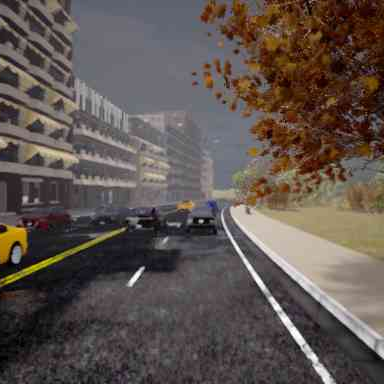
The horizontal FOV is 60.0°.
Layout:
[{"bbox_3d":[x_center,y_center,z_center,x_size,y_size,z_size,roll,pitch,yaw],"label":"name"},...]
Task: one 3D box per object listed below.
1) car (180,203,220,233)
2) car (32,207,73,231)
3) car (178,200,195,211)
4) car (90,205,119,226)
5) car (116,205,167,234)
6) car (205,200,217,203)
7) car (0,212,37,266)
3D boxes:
[{"bbox_3d":[0.648,1.675,20.846,2.033,1.411,5.357,0,0,3],"label":"car"},{"bbox_3d":[-9.236,1.674,21.093,1.994,1.385,4.181,0,0,3],"label":"car"},{"bbox_3d":[-0.680,1.776,44.642,1.882,1.535,5.008,0,0,6],"label":"car"},{"bbox_3d":[-5.763,1.690,24.695,2.033,1.411,5.357,0,0,4],"label":"car"},{"bbox_3d":[-2.658,1.607,19.912,2.128,1.511,4.902,0,0,3],"label":"car"},{"bbox_3d":[2.665,1.837,45.345,1.812,1.442,4.674,0,0,6],"label":"car"},{"bbox_3d":[-6.398,1.516,8.921,1.882,1.535,5.008,0,0,1],"label":"car"}]
